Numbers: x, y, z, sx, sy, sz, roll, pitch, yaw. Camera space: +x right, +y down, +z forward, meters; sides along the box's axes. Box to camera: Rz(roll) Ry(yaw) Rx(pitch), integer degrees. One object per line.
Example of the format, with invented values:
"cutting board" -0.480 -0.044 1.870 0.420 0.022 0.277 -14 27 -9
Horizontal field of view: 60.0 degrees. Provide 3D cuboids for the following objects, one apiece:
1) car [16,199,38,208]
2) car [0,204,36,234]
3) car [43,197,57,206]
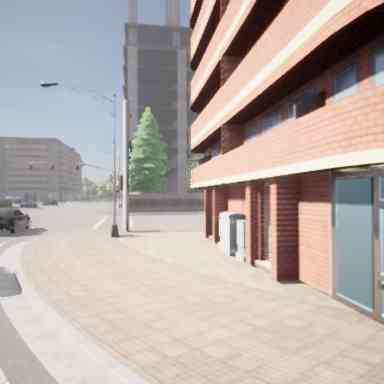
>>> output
"car" -29.399 2.365 59.958 1.895 1.301 4.718 0 -1 -10
"car" -11.785 1.792 21.231 1.837 1.490 4.892 0 0 -12
"car" -32.049 2.165 75.230 2.150 2.045 5.566 0 -1 -10
